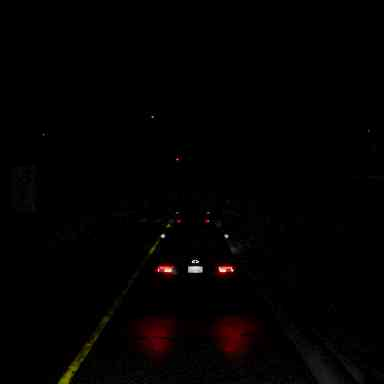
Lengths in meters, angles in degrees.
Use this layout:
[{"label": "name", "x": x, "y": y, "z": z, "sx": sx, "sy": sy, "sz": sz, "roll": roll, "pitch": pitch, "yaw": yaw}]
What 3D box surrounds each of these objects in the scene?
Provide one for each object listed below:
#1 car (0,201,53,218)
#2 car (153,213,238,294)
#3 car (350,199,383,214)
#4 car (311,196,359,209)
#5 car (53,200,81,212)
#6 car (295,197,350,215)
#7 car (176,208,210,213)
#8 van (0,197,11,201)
[{"label": "car", "x": -15.372, "y": 1.726, "z": 30.301, "sx": 4.206, "sy": 1.307, "sz": 1.802, "roll": -1, "pitch": 1, "yaw": 0}, {"label": "car", "x": 0.073, "y": 1.542, "z": 8.937, "sx": 2.033, "sy": 1.411, "sz": 5.357, "roll": 0, "pitch": 0, "yaw": 0}, {"label": "car", "x": 16.975, "y": 1.340, "z": 30.328, "sx": 4.403, "sy": 1.369, "sz": 2.008, "roll": -1, "pitch": 1, "yaw": 0}, {"label": "car", "x": 16.622, "y": 1.231, "z": 38.852, "sx": 4.829, "sy": 1.417, "sz": 1.752, "roll": -1, "pitch": 1, "yaw": 0}, {"label": "car", "x": -15.560, "y": 1.584, "z": 38.824, "sx": 4.829, "sy": 1.417, "sz": 1.752, "roll": -1, "pitch": 1, "yaw": 0}, {"label": "car", "x": 11.597, "y": 1.417, "z": 30.324, "sx": 4.313, "sy": 1.339, "sz": 1.947, "roll": -1, "pitch": 1, "yaw": 0}, {"label": "car", "x": 0.047, "y": 1.549, "z": 18.163, "sx": 1.994, "sy": 1.385, "sz": 4.181, "roll": 0, "pitch": 0, "yaw": 0}, {"label": "van", "x": -21.071, "y": 1.455, "z": 38.815, "sx": 3.998, "sy": 1.788, "sz": 1.690, "roll": -1, "pitch": 1, "yaw": 0}]
